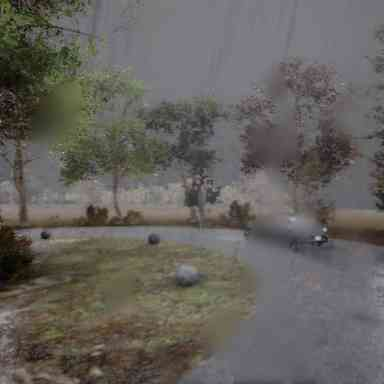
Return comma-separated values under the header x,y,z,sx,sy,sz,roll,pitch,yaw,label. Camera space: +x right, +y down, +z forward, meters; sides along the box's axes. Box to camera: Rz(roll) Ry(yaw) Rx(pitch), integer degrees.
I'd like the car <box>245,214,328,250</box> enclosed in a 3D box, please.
x,y,z,sx,sy,sz,roll,pitch,yaw,label
4.281,1.755,15.664,1.812,1.442,4.674,0,-1,-21,car
